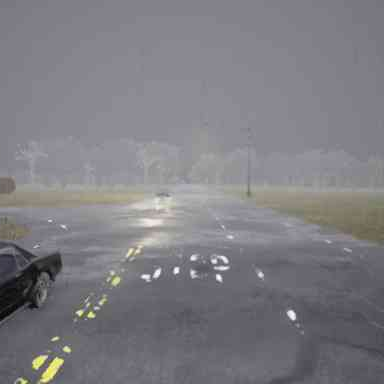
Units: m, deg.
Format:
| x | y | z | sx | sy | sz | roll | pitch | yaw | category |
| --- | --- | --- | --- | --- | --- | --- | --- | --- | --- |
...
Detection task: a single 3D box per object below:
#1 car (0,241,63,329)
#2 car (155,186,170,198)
| x | y | z | sx | sy | sz | roll | pitch | yaw | category |
| --- | --- | --- | --- | --- | --- | --- | --- | --- | --- |
| -3.553 | 1.463 | 4.580 | 1.895 | 1.301 | 4.718 | 0 | 2 | -1 | car |
| -4.110 | 0.002 | 46.904 | 1.837 | 1.490 | 4.892 | 0 | 2 | -1 | car |
